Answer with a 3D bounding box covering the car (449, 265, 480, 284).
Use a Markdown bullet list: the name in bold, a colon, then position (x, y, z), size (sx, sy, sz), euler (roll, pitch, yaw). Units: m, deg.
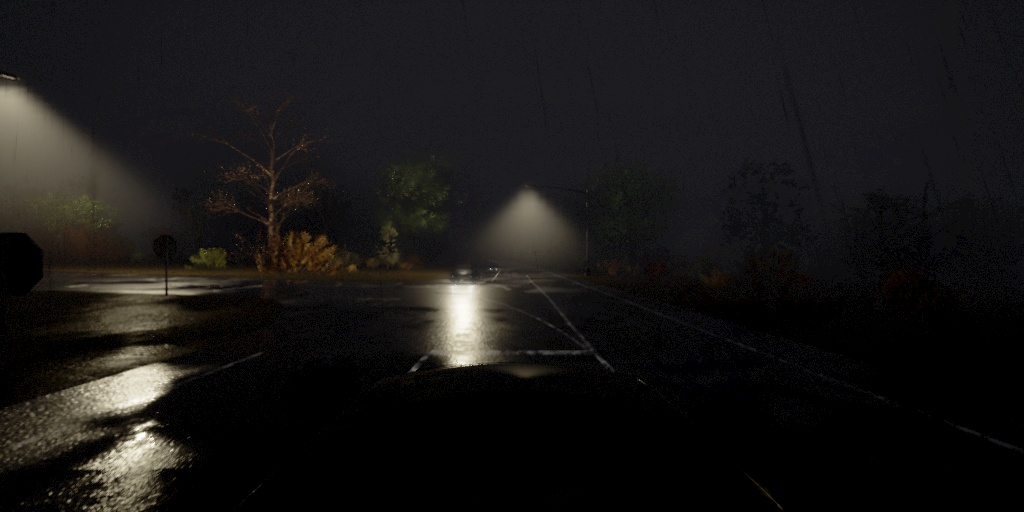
- **car**: position (-3.524, 1.415, 27.790), size (2.033, 1.411, 5.357), euler (1, -2, 0)
